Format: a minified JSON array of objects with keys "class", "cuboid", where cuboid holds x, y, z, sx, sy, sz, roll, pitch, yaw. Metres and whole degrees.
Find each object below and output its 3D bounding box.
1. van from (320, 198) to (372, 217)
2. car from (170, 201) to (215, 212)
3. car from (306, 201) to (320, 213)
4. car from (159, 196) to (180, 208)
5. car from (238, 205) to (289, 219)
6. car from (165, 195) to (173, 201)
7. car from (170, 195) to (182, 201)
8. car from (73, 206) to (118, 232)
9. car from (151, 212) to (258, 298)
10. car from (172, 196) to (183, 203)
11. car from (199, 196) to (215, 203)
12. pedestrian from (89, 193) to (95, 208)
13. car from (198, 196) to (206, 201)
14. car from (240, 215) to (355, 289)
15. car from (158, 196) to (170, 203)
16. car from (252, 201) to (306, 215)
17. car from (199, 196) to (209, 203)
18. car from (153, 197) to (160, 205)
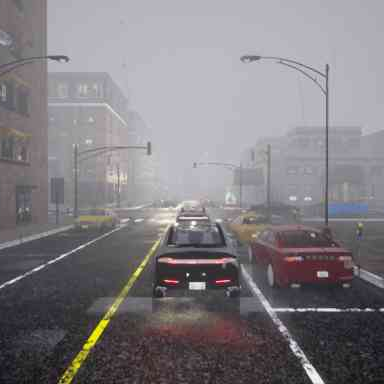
[{"class":"van","cuboid":[14.589,1.427,31.210,3.998,1.788,1.690,0,0,-1]},{"class":"car","cuboid":[0.060,1.501,18.849,2.128,1.511,4.902,0,0,0]},{"class":"car","cuboid":[14.582,1.613,37.000,4.181,1.385,1.994,0,0,-1]},{"class":"car","cuboid":[-3.200,1.604,48.327,1.994,1.385,4.181,0,0,0]},{"class":"car","cuboid":[2.652,1.532,14.891,1.752,1.417,4.829,0,0,0]},{"class":"car","cuboid":[-5.888,1.637,86.869,1.752,1.417,4.829,0,0,0]},{"class":"car","cuboid":[-3.206,1.549,60.429,2.128,1.511,4.902,0,0,0]},{"class":"car","cuboid":[-5.741,1.536,20.234,1.752,1.417,4.829,0,0,0]},{"class":"car","cuboid":[0.084,1.495,8.480,2.128,1.511,4.902,0,0,0]},{"class":"car","cuboid":[-3.159,1.605,71.618,2.128,1.511,4.902,0,0,0]},{"class":"car","cuboid":[2.567,1.486,52.889,1.967,1.590,4.097,0,0,0]},{"class":"pedestrian","cuboid":[-12.724,1.099,42.269,0.375,1.860,0.375,0,0,-1]},{"class":"car","cuboid":[2.492,1.663,87.070,2.008,1.369,4.403,-1,0,0]},{"class":"car","cuboid":[2.665,1.548,9.024,1.887,1.381,4.507,0,0,0]},{"class":"car","cuboid":[-5.850,1.627,69.949,2.008,1.369,4.403,0,0,0]},{"class":"car","cuboid":[8.258,1.603,33.637,5.357,1.411,2.033,0,0,2]},{"class":"car","cuboid":[2.530,1.627,69.980,2.008,1.369,4.403,0,0,0]},{"class":"car","cuboid":[-5.825,1.607,58.555,2.008,1.369,4.403,0,0,0]}]
